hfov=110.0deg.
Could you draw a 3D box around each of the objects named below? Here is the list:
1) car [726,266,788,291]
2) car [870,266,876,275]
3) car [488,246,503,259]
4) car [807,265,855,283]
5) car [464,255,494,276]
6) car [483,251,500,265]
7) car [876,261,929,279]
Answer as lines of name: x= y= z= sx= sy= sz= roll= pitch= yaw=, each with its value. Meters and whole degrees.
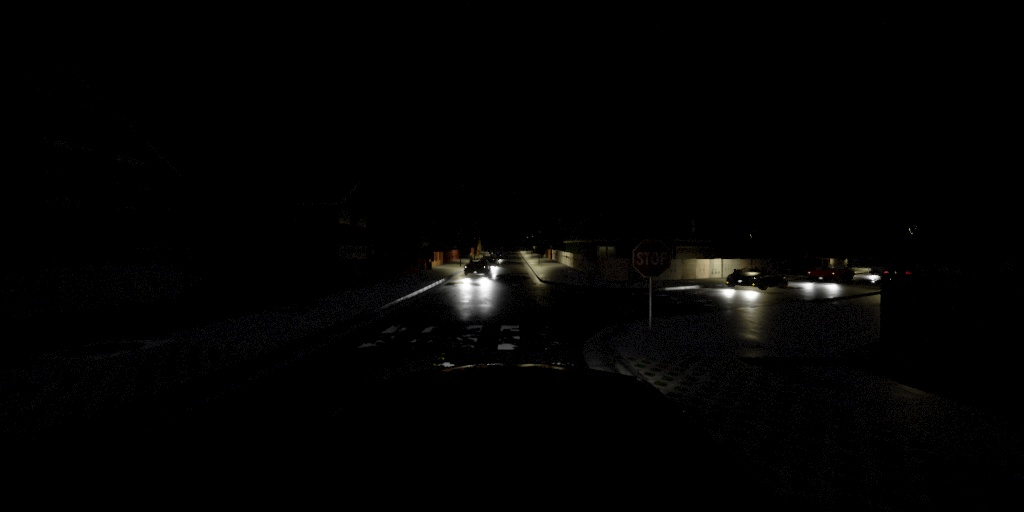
car: x=15.043 y=1.298 z=22.006 sx=4.181 sy=1.385 sz=1.994 roll=0 pitch=0 yaw=-31
car: x=41.994 y=1.477 z=40.406 sx=4.718 sy=1.301 sz=1.895 roll=0 pitch=0 yaw=-38
car: x=-2.730 y=-0.605 z=60.384 sx=2.150 sy=2.045 sz=5.566 roll=0 pitch=2 yaw=0
car: x=25.313 y=1.387 z=28.484 sx=4.718 sy=1.301 sz=1.895 roll=0 pitch=0 yaw=-34
car: x=-2.816 y=0.862 z=29.729 sx=1.895 sy=1.301 sz=4.718 roll=0 pitch=2 yaw=0
car: x=-2.800 y=0.408 z=42.826 sx=1.895 sy=1.301 sz=4.718 roll=0 pitch=2 yaw=0
car: x=32.584 y=1.378 z=29.872 sx=5.357 sy=1.411 sz=2.033 roll=0 pitch=0 yaw=-35
